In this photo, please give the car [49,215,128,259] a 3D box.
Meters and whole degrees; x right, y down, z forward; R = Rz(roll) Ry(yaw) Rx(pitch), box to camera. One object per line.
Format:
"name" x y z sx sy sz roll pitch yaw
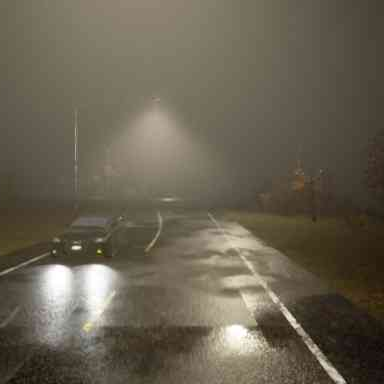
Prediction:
"car" -3.668 1.568 12.493 1.994 1.385 4.181 0 0 -1
